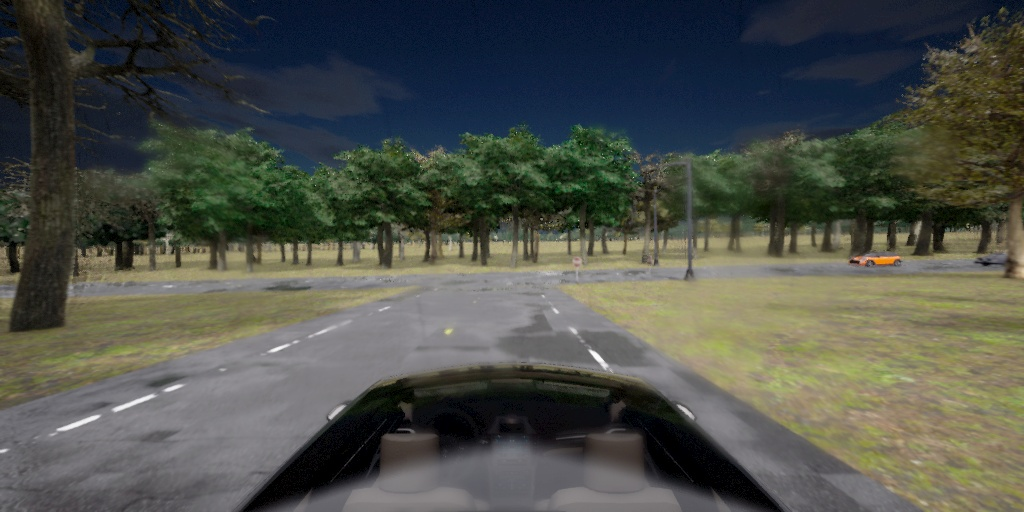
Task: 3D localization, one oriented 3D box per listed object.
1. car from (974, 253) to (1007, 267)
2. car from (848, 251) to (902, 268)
[{"bbox_3d":[50.333,0.353,36.319,5.357,1.411,2.033,-2,2,-1],"label":"car"},{"bbox_3d":[40.274,0.318,39.864,4.553,1.767,2.097,-2,2,0],"label":"car"}]
